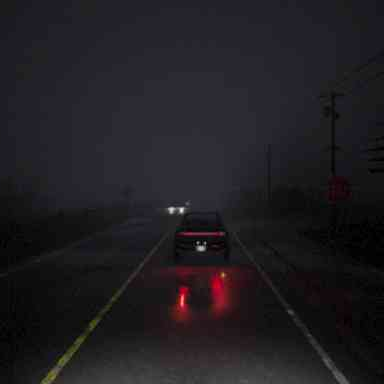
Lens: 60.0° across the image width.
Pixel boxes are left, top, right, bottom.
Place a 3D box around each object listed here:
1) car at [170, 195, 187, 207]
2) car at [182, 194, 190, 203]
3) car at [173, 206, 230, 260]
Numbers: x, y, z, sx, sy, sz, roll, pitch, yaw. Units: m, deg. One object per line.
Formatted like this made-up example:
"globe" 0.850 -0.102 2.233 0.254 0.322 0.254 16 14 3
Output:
"car" -2.186 1.535 49.132 1.895 1.301 4.718 0 0 2
"car" -1.597 1.265 66.193 2.097 1.767 4.553 0 0 2
"car" 0.381 1.473 12.363 2.128 1.511 4.902 0 0 3
